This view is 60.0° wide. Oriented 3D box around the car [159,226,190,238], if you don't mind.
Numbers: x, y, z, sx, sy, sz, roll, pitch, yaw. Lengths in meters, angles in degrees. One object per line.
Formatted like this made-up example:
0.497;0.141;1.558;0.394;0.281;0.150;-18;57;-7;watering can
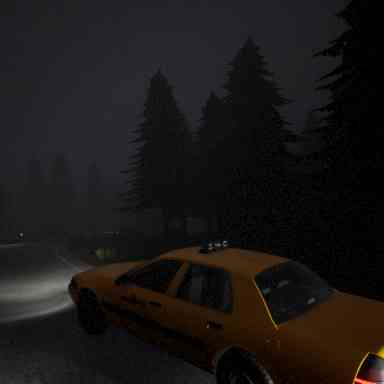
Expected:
-2.320;5.544;46.285;1.882;1.535;5.008;-5;-8;30;car

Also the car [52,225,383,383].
0.116;1.441;4.758;5.366;1.575;1.801;0;1;43;car

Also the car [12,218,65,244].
-12.733;3.232;28.215;2.150;2.045;5.566;-4;-7;6;car

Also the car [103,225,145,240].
-7.444;4.510;36.980;2.033;1.411;5.357;-4;-8;20;car
